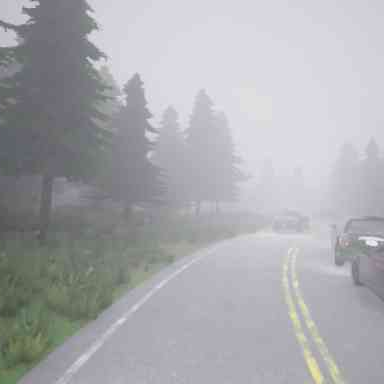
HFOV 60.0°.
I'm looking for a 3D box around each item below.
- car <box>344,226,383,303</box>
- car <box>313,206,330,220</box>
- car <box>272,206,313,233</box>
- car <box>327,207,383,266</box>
[{"bbox_3d":[4.855,1.758,7.130,1.812,1.442,4.674,1,0,12],"label":"car"},{"bbox_3d":[14.500,2.288,36.588,1.837,1.490,4.892,2,0,4],"label":"car"},{"bbox_3d":[7.051,1.989,23.561,1.837,1.490,4.892,-1,-2,28],"label":"car"},{"bbox_3d":[6.418,1.654,12.557,2.097,1.767,4.553,1,-1,20],"label":"car"}]
